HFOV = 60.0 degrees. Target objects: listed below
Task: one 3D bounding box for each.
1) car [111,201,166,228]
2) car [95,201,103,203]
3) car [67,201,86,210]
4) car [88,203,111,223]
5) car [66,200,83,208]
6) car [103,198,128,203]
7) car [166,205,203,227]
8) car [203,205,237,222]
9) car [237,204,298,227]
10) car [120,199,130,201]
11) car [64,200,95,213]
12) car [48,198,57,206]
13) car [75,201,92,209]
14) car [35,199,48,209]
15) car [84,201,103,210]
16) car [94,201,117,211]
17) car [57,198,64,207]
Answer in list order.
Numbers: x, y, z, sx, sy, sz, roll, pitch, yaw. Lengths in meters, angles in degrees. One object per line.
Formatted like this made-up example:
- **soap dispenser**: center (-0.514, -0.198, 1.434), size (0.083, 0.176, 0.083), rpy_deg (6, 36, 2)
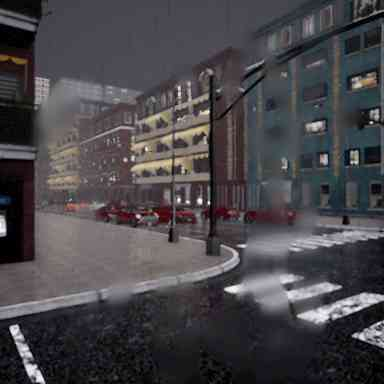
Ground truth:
- **car**: center (-4.015, 1.672, 24.338), size (1.967, 1.590, 4.097), rpy_deg (-1, 0, -35)
- **car**: center (-13.712, 2.057, 47.527), size (1.812, 1.442, 4.674), rpy_deg (0, -1, -35)
- **car**: center (-19.416, 2.179, 55.599), size (1.812, 1.442, 4.674), rpy_deg (0, -1, -35)
- **car**: center (-7.197, 1.882, 28.882), size (1.802, 1.307, 4.206), rpy_deg (-1, 0, -35)
- **car**: center (-23.043, 2.339, 65.231), size (1.947, 1.339, 4.313), rpy_deg (-1, 0, -35)
- **car**: center (-10.312, 1.817, 47.055), size (2.192, 1.841, 5.009), rpy_deg (-1, 0, -35)
- **car**: center (-1.599, 1.700, 25.204), size (1.882, 1.535, 5.008), rpy_deg (0, -1, -35)
- **car**: center (2.432, 1.810, 28.880), size (1.802, 1.307, 4.206), rpy_deg (-1, 0, -35)
- **car**: center (5.617, 1.600, 24.338), size (1.967, 1.590, 4.097), rpy_deg (-1, 0, -35)
- **car**: center (-7.123, 1.999, 42.510), size (1.947, 1.339, 4.313), rpy_deg (-1, 0, -35)
- **car**: center (-15.196, 1.865, 44.680), size (2.097, 1.767, 4.553), rpy_deg (0, -1, -35)
- **car**: center (-32.599, 2.290, 78.864), size (2.192, 1.841, 5.009), rpy_deg (-1, 0, -35)
- **car**: center (-19.859, 2.287, 60.687), size (1.802, 1.307, 4.206), rpy_deg (-1, 0, -35)
- **car**: center (-26.303, 2.149, 56.147), size (1.967, 1.590, 4.097), rpy_deg (-1, 0, -35)
- **car**: center (-16.675, 2.220, 56.142), size (1.802, 1.307, 4.206), rpy_deg (-1, 0, -35)
- **car**: center (-13.491, 2.121, 51.598), size (2.008, 1.369, 4.403), rpy_deg (-1, 0, -35)
- **car**: center (-26.227, 2.391, 69.775), size (2.008, 1.369, 4.403), rpy_deg (-1, 0, -35)
